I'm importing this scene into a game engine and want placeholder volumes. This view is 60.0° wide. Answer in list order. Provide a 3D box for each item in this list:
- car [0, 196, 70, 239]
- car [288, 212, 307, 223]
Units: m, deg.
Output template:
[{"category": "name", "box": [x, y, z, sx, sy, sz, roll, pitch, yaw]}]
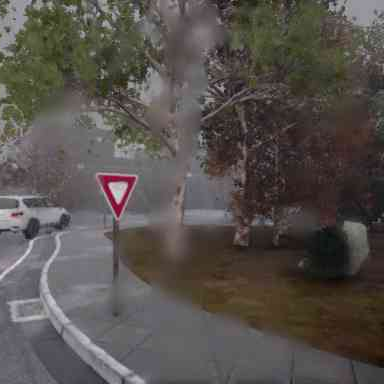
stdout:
[{"category": "car", "box": [-8.573, 1.210, 17.613, 2.150, 2.045, 5.566, -1, 0, 4]}, {"category": "car", "box": [14.705, 3.674, 47.839, 4.892, 1.490, 1.837, 4, -3, -41]}]
